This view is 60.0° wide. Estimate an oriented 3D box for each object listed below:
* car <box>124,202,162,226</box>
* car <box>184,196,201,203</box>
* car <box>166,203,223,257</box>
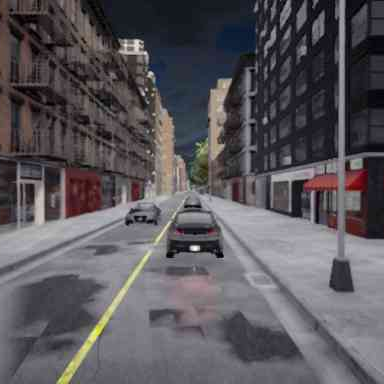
[{"bbox_3d":[-3.009,1.370,21.324,1.994,1.385,4.181,0,1,0],"label":"car"},{"bbox_3d":[0.083,1.208,39.367,1.994,1.385,4.181,0,1,0],"label":"car"},{"bbox_3d":[0.091,1.393,12.372,1.837,1.490,4.892,0,1,0],"label":"car"}]
